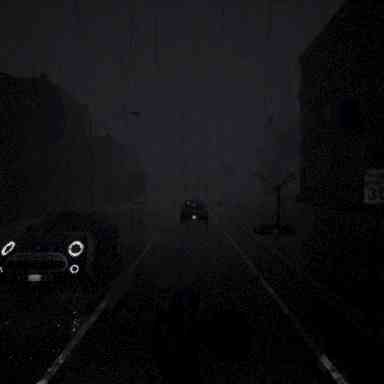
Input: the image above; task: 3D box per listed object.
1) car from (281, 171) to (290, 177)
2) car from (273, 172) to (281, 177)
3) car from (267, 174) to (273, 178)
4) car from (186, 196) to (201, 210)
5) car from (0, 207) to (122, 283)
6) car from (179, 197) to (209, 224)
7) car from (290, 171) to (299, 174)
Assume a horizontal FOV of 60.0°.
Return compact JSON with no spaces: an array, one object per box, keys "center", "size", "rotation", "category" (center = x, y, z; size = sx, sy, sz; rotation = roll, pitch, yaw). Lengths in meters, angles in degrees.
[{"center":[23.067,-4.170,77.069],"size":[2.185,1.767,4.553],"rotation":[0,1,-5],"category":"car"},{"center":[22.610,-4.172,82.576],"size":[2.097,1.535,5.008],"rotation":[0,1,-4],"category":"car"},{"center":[22.268,-4.261,88.113],"size":[2.002,1.452,4.674],"rotation":[0,1,-2],"category":"car"},{"center":[0.179,1.314,41.033],"size":[1.812,1.442,4.674],"rotation":[0,0,0],"category":"car"},{"center":[-3.482,1.301,9.612],"size":[2.097,1.767,4.553],"rotation":[0,0,0],"category":"car"},{"center":[0.143,1.370,23.364],"size":[2.128,1.511,4.902],"rotation":[0,0,0],"category":"car"},{"center":[23.676,-3.882,71.378],"size":[2.163,1.488,4.792],"rotation":[0,1,-6],"category":"car"}]
